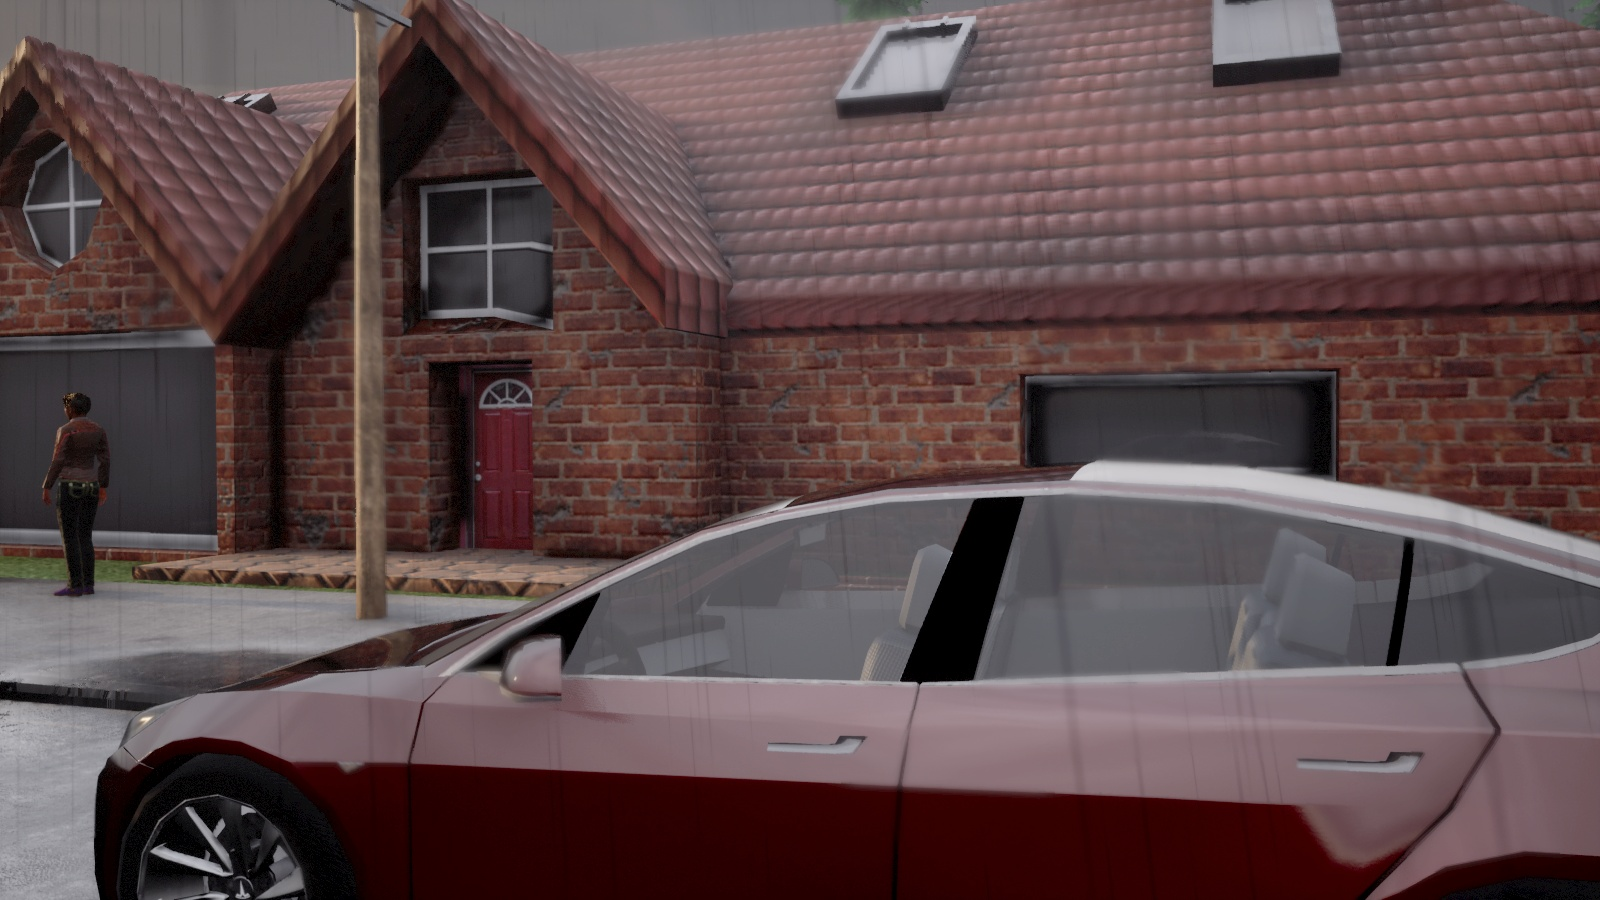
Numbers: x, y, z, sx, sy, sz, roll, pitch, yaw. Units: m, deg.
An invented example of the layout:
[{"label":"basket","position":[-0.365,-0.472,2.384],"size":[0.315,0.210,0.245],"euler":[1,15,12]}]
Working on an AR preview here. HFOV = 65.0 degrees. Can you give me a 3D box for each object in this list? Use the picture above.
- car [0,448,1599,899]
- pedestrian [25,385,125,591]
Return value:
[{"label":"car","position":[0.350,0.770,3.606],"size":[4.792,1.488,2.163],"euler":[1,1,18]},{"label":"pedestrian","position":[-6.534,0.330,11.317],"size":[0.869,1.805,0.328],"euler":[1,1,24]}]
